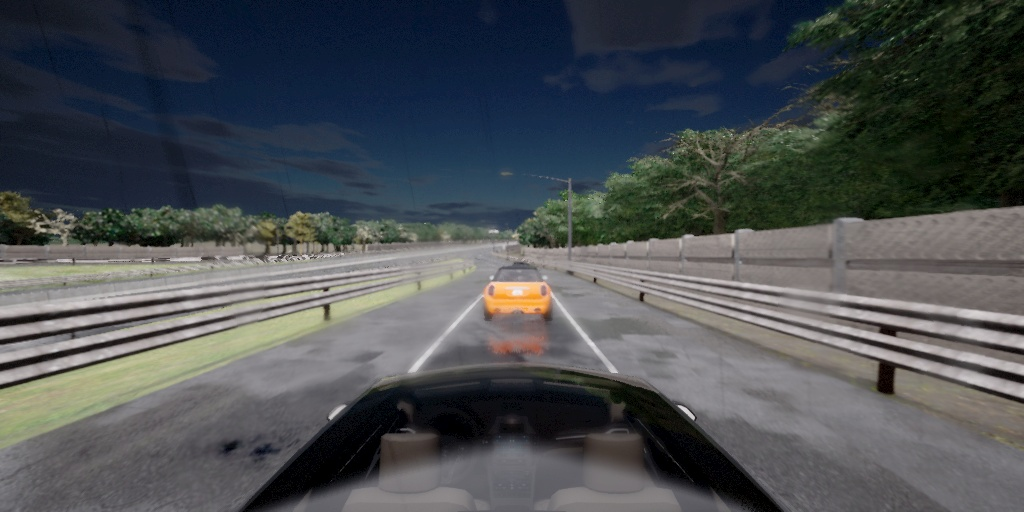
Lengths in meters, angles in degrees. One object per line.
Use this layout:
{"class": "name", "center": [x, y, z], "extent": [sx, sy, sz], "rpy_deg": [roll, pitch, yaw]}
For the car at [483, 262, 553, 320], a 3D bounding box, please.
{"class": "car", "center": [0.235, 1.091, 12.677], "extent": [2.097, 1.767, 4.553], "rpy_deg": [0, 0, 2]}
